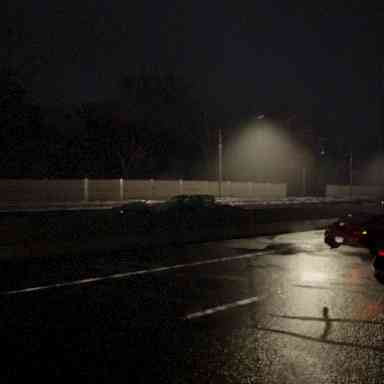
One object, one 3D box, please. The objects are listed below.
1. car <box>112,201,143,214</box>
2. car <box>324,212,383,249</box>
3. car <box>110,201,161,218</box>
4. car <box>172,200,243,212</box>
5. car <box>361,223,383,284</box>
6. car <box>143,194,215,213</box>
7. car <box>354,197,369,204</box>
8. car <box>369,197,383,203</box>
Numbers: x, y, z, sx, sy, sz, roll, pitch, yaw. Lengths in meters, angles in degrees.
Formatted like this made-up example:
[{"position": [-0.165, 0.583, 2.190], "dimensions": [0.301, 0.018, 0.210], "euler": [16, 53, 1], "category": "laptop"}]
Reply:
[{"position": [-3.983, 1.586, 26.945], "dimensions": [4.718, 1.301, 1.895], "euler": [0, 0, -35], "category": "car"}, {"position": [7.078, 1.509, 13.092], "dimensions": [4.674, 1.442, 1.812], "euler": [0, 0, -35], "category": "car"}, {"position": [-5.156, 1.548, 30.405], "dimensions": [4.181, 1.385, 1.994], "euler": [0, 0, -35], "category": "car"}, {"position": [1.400, 1.488, 22.184], "dimensions": [4.892, 1.490, 1.837], "euler": [0, 0, -35], "category": "car"}, {"position": [6.338, 1.552, 8.263], "dimensions": [4.181, 1.385, 1.994], "euler": [0, 0, -36], "category": "car"}, {"position": [-0.523, 1.204, 25.113], "dimensions": [5.566, 2.045, 2.150], "euler": [0, 0, -35], "category": "car"}, {"position": [28.229, 1.510, 54.135], "dimensions": [4.181, 1.385, 1.994], "euler": [0, 0, -35], "category": "car"}, {"position": [29.642, 1.424, 50.862], "dimensions": [5.008, 1.535, 1.882], "euler": [0, 0, -35], "category": "car"}]
